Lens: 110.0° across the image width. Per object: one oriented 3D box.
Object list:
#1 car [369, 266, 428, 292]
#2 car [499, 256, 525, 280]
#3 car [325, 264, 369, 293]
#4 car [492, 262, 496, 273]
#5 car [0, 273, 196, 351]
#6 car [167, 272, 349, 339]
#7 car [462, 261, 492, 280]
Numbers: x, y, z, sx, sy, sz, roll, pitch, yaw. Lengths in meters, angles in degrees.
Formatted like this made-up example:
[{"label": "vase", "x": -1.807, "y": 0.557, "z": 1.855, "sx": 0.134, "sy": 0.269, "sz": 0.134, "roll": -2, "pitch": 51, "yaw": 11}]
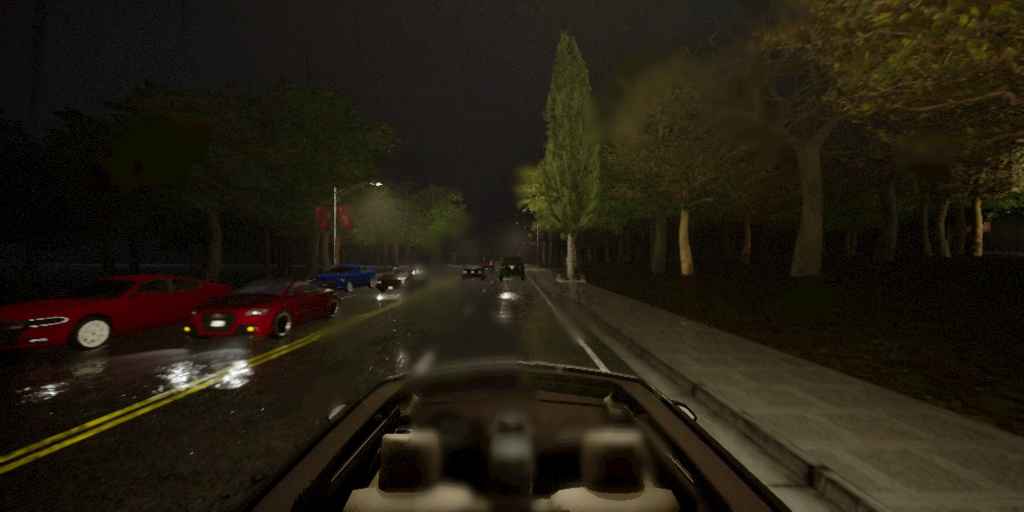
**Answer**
[{"label": "car", "x": -6.552, "y": 1.335, "z": 22.028, "sx": 2.033, "sy": 1.411, "sz": 5.357, "roll": 0, "pitch": 0, "yaw": 0}, {"label": "car", "x": 0.006, "y": 1.042, "z": 31.824, "sx": 2.150, "sy": 2.045, "sz": 5.566, "roll": 0, "pitch": 0, "yaw": 0}, {"label": "car", "x": -9.805, "y": 1.263, "z": 21.373, "sx": 1.882, "sy": 1.535, "sz": 5.008, "roll": 0, "pitch": 0, "yaw": 0}, {"label": "car", "x": -3.196, "y": 1.381, "z": 46.827, "sx": 2.128, "sy": 1.511, "sz": 4.902, "roll": 0, "pitch": 0, "yaw": 1}, {"label": "car", "x": -9.805, "y": 1.234, "z": 9.248, "sx": 1.882, "sy": 1.535, "sz": 5.008, "roll": 0, "pitch": 0, "yaw": 0}, {"label": "car", "x": -6.560, "y": 1.322, "z": 9.989, "sx": 1.994, "sy": 1.385, "sz": 4.181, "roll": 0, "pitch": 0, "yaw": 0}, {"label": "car", "x": -3.242, "y": 1.367, "z": 31.939, "sx": 2.033, "sy": 1.411, "sz": 5.357, "roll": 0, "pitch": 0, "yaw": 0}]
